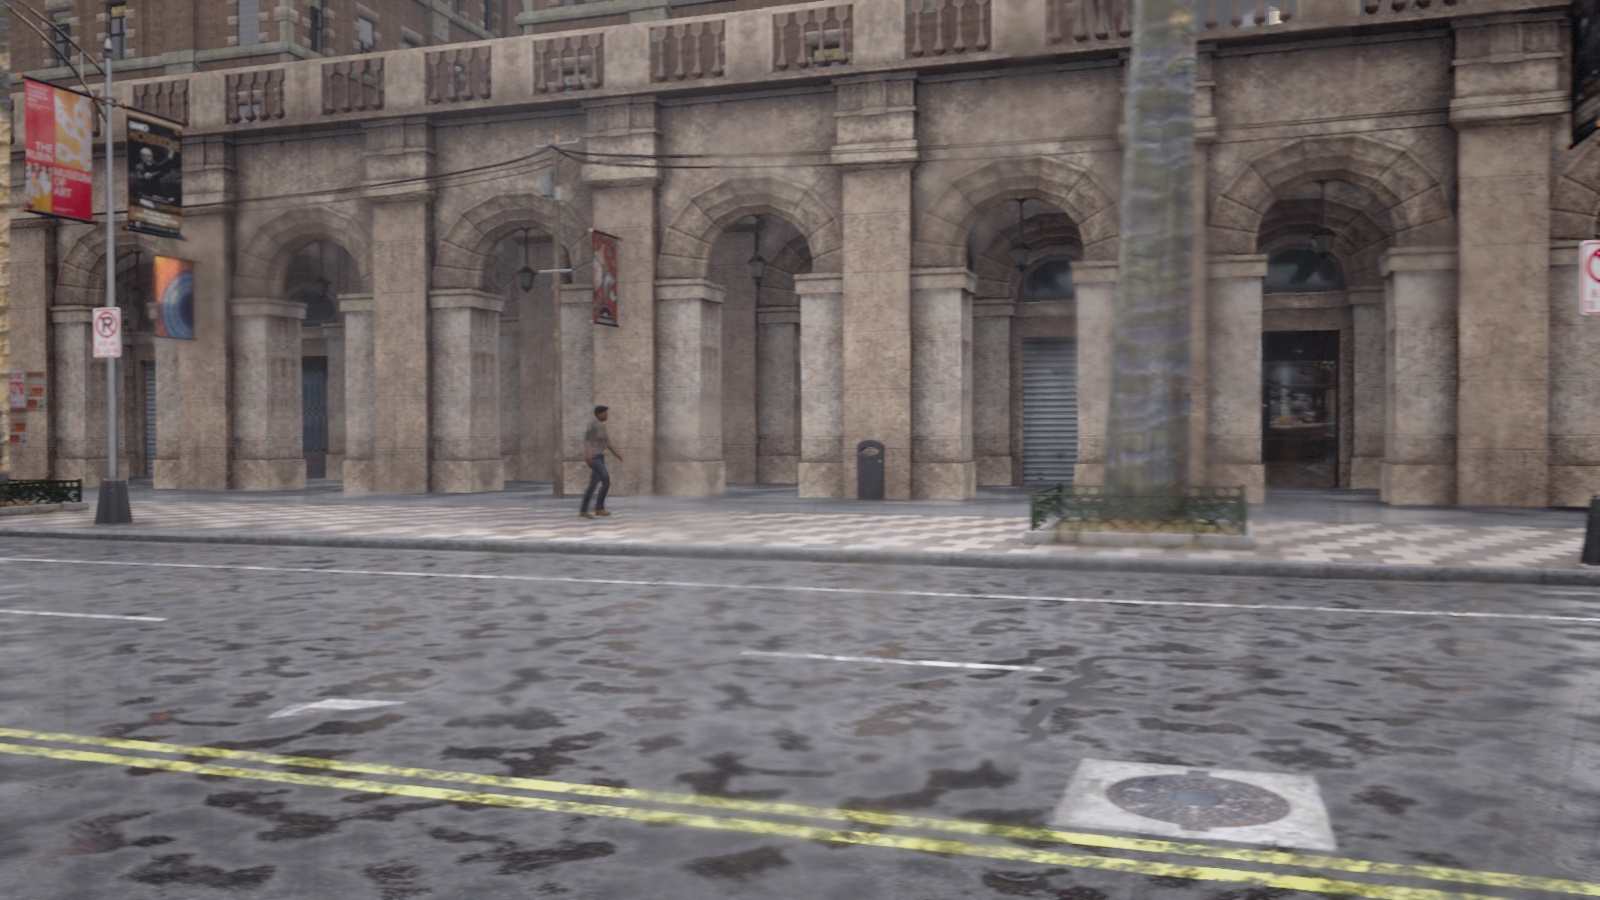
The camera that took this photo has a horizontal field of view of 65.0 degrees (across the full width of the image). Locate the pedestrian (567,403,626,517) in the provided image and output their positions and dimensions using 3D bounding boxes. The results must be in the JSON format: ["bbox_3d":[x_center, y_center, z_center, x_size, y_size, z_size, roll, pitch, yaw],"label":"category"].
[{"bbox_3d":[-3.265,0.150,20.141,0.869,1.805,0.328,0,1,15],"label":"pedestrian"}]
